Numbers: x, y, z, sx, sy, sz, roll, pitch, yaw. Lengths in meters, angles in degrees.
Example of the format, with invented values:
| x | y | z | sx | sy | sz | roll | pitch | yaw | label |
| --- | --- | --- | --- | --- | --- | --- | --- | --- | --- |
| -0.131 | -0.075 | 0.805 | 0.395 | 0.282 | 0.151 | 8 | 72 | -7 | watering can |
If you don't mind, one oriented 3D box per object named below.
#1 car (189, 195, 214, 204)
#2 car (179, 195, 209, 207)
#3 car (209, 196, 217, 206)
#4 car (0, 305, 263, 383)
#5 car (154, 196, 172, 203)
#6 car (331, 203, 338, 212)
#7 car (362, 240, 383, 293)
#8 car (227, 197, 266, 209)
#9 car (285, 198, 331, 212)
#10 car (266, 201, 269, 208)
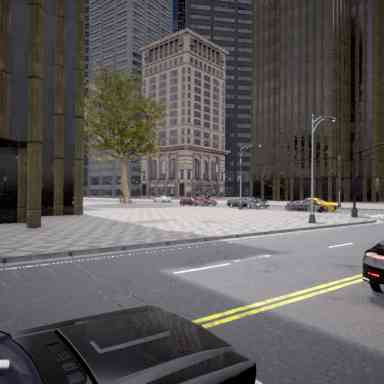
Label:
| x | y | z | sx | sy | sz | roll | pitch | yaw | label |
| --- | --- | --- | --- | --- | --- | --- | --- | --- | --- |
| 1.825 | 1.398 | 63.610 | 2.097 | 1.767 | 4.553 | 1 | -1 | -42 | car |
| -0.027 | 1.476 | 50.839 | 1.812 | 1.442 | 4.674 | 1 | 0 | -41 | car |
| 1.914 | 1.508 | 53.541 | 1.812 | 1.442 | 4.674 | 1 | 0 | -41 | car |
| -1.706 | 1.601 | 2.224 | 4.718 | 1.301 | 1.895 | 0 | 0 | -36 | car |
| -6.367 | 1.570 | 72.132 | 1.812 | 1.442 | 4.674 | 1 | -1 | -45 | car |
| 14.395 | 1.463 | 38.573 | 1.882 | 1.535 | 5.008 | 1 | 0 | -38 | car |
| 5.816 | 1.492 | 7.584 | 4.902 | 1.511 | 2.128 | 0 | 0 | -35 | car |
| 6.655 | 1.444 | 42.986 | 2.128 | 1.511 | 4.902 | 1 | 0 | -40 | car |
| 12.245 | 1.517 | 36.038 | 1.994 | 1.385 | 4.181 | 1 | 0 | -39 | car |
| 8.414 | 1.477 | 45.945 | 2.128 | 1.511 | 4.902 | 1 | 0 | -40 | car |
